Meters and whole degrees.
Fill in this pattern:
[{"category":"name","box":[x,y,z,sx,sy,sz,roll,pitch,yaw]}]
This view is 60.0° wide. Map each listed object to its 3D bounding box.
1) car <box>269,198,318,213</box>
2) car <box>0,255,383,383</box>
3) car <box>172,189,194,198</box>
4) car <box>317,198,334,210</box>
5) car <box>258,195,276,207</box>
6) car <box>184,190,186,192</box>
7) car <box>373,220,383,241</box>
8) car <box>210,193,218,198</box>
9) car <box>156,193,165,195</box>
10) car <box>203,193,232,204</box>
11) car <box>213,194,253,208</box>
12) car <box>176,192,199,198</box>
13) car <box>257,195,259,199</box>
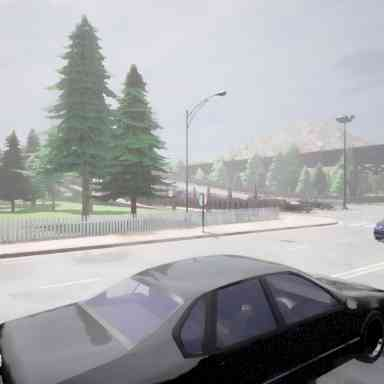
[{"category":"car","box":[10.990,1.600,36.709,1.895,1.301,4.718,0,0,-36]},{"category":"car","box":[0.533,1.547,4.125,5.357,1.411,2.033,0,0,-35]},{"category":"car","box":[-1.835,0.236,65.418,1.895,1.301,4.718,0,6,-36]},{"category":"car","box":[15.573,1.485,42.315,2.128,1.511,4.902,0,0,-37]},{"category":"car","box":[11.297,1.469,42.158,1.882,1.535,5.008,0,0,-37]},{"category":"car","box":[-0.456,0.846,57.692,1.994,1.385,4.181,0,4,-37]},{"category":"car","box":[10.395,1.525,15.607,4.674,1.442,1.812,0,0,-35]},{"category":"car","box":[5.524,1.335,49.762,2.128,1.511,4.902,0,2,-37]},{"category":"car","box":[-6.612,0.284,60.093,1.837,1.490,4.892,0,6,-37]},{"category":"car","box":[4.363,1.011,57.115,2.128,1.511,4.902,0,4,-37]},{"category":"car","box":[5.484,1.453,44.024,2.128,1.511,4.902,0,1,-37]},{"category":"car","box":[-0.534,1.154,51.975,1.994,1.385,4.181,0,3,-37]},{"category":"car","box":[10.094,1.282,49.529,2.097,1.767,4.553,0,1,-37]}]
